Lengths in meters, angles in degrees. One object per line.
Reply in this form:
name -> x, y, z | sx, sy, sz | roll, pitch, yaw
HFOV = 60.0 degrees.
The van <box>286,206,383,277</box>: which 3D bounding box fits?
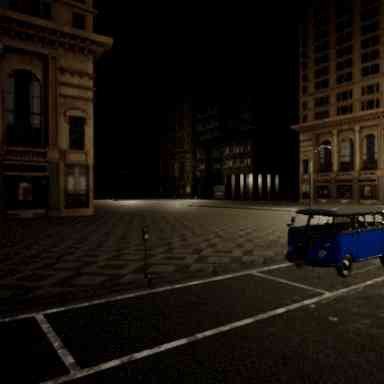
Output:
van -> 4.529, 1.331, 9.882 | 3.998, 1.788, 1.690 | 0, 0, -36
